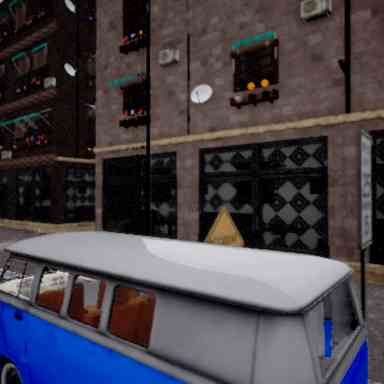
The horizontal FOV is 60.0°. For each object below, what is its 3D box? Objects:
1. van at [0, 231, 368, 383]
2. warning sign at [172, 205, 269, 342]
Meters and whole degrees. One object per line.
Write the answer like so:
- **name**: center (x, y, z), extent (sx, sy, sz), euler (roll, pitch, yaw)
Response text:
- **van**: center (-0.473, 1.371, 3.243), extent (3.998, 1.788, 1.690), euler (0, -1, 37)
- **warning sign**: center (0.494, 1.168, 5.493), extent (1.060, 1.860, 1.300), euler (0, -1, 37)
